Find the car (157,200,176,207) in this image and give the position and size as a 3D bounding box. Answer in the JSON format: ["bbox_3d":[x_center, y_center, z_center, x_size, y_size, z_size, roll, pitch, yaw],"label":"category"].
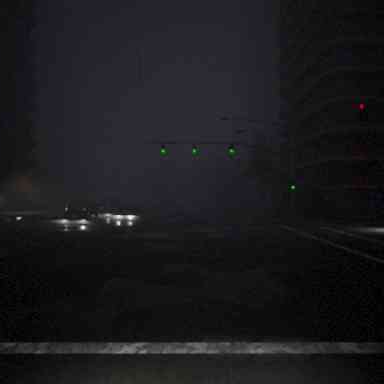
[{"bbox_3d":[-4.616,1.987,58.408,1.895,1.301,4.718,0,0,-27],"label":"car"}]

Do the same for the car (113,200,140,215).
[{"bbox_3d":[-7.053,1.817,37.016,1.994,1.385,4.181,0,0,1],"label":"car"}]

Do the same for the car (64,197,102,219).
[{"bbox_3d":[-10.581,1.572,32.064,2.097,1.767,4.553,0,0,0],"label":"car"}]

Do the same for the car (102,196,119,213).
[{"bbox_3d":[-10.565,1.507,41.654,2.150,2.045,5.566,0,0,0],"label":"car"}]
